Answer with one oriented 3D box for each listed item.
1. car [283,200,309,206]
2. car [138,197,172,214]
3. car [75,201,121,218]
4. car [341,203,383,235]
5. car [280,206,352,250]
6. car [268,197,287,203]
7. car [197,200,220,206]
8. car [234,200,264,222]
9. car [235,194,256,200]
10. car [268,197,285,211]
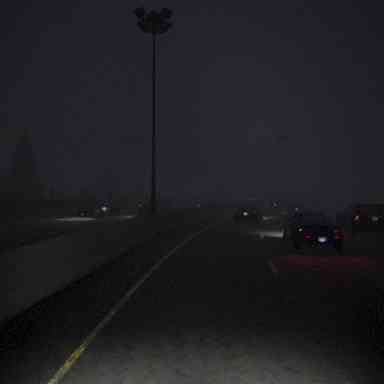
[{"bbox_3d":[10.368,1.617,32.308,1.994,1.385,4.181,0,0,22],"label":"car"},{"bbox_3d":[-3.834,1.409,34.867,2.097,1.767,4.553,0,0,21],"label":"car"},{"bbox_3d":[-8.761,1.589,31.597,2.033,1.411,5.357,0,0,18],"label":"car"},{"bbox_3d":[9.595,1.376,18.653,2.097,1.767,4.553,0,0,13],"label":"car"},{"bbox_3d":[5.097,1.540,14.314,1.812,1.442,4.674,0,0,9],"label":"car"},{"bbox_3d":[17.999,1.614,69.666,1.895,1.301,4.718,0,-1,42],"label":"car"},{"bbox_3d":[2.303,1.683,40.572,1.895,1.301,4.718,0,0,25],"label":"car"},{"bbox_3d":[4.584,1.599,26.593,1.994,1.385,4.181,0,0,17],"label":"car"},{"bbox_3d":[10.826,1.435,66.862,2.150,2.045,5.566,0,0,39],"label":"car"},{"bbox_3d":[11.005,1.591,41.843,2.163,1.488,4.792,0,0,27],"label":"car"}]
